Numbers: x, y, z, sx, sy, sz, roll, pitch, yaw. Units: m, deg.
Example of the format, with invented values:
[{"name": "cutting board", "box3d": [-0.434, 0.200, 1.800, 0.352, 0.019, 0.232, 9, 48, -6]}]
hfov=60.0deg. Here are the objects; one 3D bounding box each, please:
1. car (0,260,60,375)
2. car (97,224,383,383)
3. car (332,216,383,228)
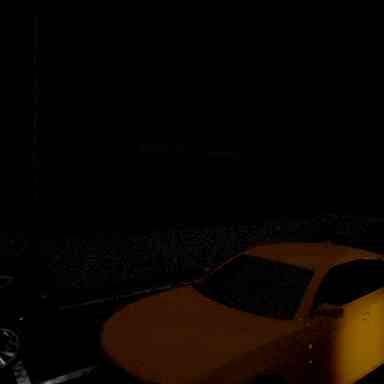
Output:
[{"name": "car", "box3d": [-3.881, 1.571, 3.987, 4.313, 1.339, 1.947, 0, 1, -36]}, {"name": "car", "box3d": [1.316, 1.458, 4.322, 5.008, 1.535, 1.882, 0, 0, -36]}, {"name": "car", "box3d": [5.271, 1.488, 10.529, 4.507, 1.381, 1.887, 0, 1, -36]}]
